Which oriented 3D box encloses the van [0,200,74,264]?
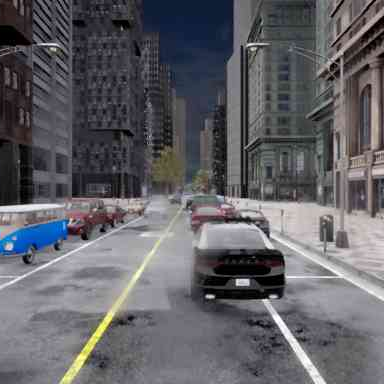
[{"bbox_3d":[-5.740,1.342,11.511,1.690,1.788,3.998,0,0,0],"label":"van"}]

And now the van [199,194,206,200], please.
[{"bbox_3d":[2.990,1.375,93.660,1.690,1.788,3.998,0,0,0],"label":"van"}]

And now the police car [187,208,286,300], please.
[{"bbox_3d":[0.920,1.426,8.578,1.930,1.638,5.238,0,0,0],"label":"police car"}]

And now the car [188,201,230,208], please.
[{"bbox_3d":[0.871,1.479,18.458,1.882,1.535,5.008,0,0,-1],"label":"car"}]

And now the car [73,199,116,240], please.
[{"bbox_3d":[-5.728,1.316,17.036,2.192,1.841,5.009,0,0,0],"label":"car"}]

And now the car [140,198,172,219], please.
[{"bbox_3d":[-3.018,1.528,28.931,1.812,1.442,4.674,0,0,0],"label":"car"}]

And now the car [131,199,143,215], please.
[{"bbox_3d":[-5.693,1.528,33.443,1.752,1.417,4.829,0,0,0],"label":"car"}]

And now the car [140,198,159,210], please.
[{"bbox_3d":[-5.669,1.548,44.663,1.887,1.381,4.507,0,0,0],"label":"car"}]

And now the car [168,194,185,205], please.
[{"bbox_3d":[-2.859,1.556,59.937,2.033,1.411,5.357,0,0,0],"label":"car"}]

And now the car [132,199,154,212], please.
[{"bbox_3d":[-5.681,1.548,39.138,1.887,1.381,4.507,0,0,0],"label":"car"}]

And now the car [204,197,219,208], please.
[{"bbox_3d":[2.898,1.550,50.150,1.887,1.381,4.507,0,0,0],"label":"car"}]

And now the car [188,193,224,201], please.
[{"bbox_3d":[0.958,1.226,24.499,2.150,2.045,5.566,0,0,0],"label":"car"}]

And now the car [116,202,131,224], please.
[{"bbox_3d":[-5.717,1.546,22.562,1.887,1.381,4.507,0,0,0],"label":"car"}]

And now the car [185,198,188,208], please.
[{"bbox_3d":[0.143,1.509,47.417,1.837,1.490,4.892,0,0,1],"label":"car"}]

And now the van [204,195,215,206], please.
[{"bbox_3d":[2.913,1.348,55.675,1.690,1.788,3.998,0,0,0],"label":"van"}]

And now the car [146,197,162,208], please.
[{"bbox_3d":[-5.657,1.550,50.189,1.887,1.381,4.507,0,0,0],"label":"car"}]

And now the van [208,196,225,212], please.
[{"bbox_3d":[2.871,1.344,39.101,1.690,1.788,3.998,0,0,0],"label":"van"}]

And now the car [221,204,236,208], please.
[{"bbox_3d":[2.813,1.552,17.000,2.008,1.369,4.403,0,0,0],"label":"car"}]
